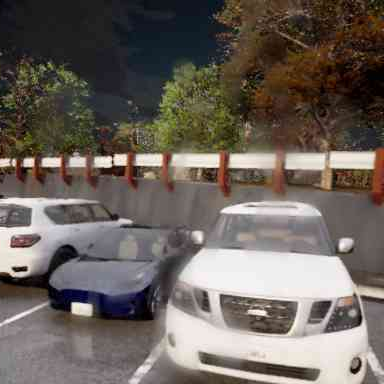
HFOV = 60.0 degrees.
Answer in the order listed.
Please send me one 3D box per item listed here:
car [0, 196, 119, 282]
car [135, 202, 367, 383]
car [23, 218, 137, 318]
[{"bbox_3d":[-3.548,1.191,9.433,2.435,2.045,5.566,0,-1,15],"label":"car"},{"bbox_3d":[1.355,1.223,5.860,2.435,2.045,5.566,1,0,16],"label":"car"},{"bbox_3d":[-1.110,1.488,7.613,2.163,1.488,4.792,1,0,16],"label":"car"}]
